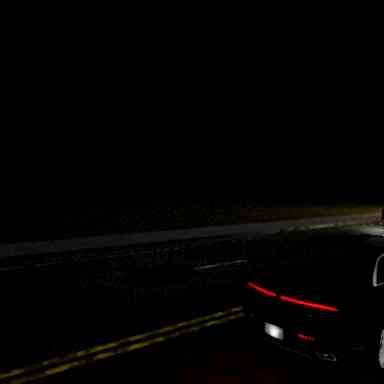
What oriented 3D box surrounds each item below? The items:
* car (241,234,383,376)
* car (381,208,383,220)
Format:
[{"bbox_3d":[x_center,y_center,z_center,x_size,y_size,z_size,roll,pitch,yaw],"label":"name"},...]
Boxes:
[{"bbox_3d":[2.996,1.481,5.577,4.892,1.490,1.837,0,0,-36],"label":"car"},{"bbox_3d":[15.022,1.122,22.387,5.566,2.045,2.150,0,0,-35],"label":"car"}]
